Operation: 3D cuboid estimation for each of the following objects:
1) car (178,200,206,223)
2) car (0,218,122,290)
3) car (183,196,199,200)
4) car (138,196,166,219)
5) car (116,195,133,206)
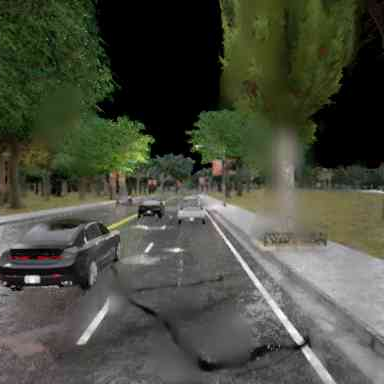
[{"bbox_3d":[-0.027,1.486,24.132,1.895,1.301,4.718,0,0,0],"label":"car"},{"bbox_3d":[-3.192,1.480,9.042,1.837,1.490,4.892,0,0,0],"label":"car"},{"bbox_3d":[-0.130,1.250,42.644,2.128,1.511,4.902,0,0,0],"label":"car"},{"bbox_3d":[-3.296,1.347,27.771,1.882,1.535,5.008,0,0,0],"label":"car"},{"bbox_3d":[-10.017,1.230,49.422,2.128,1.511,4.902,0,0,0],"label":"car"}]
